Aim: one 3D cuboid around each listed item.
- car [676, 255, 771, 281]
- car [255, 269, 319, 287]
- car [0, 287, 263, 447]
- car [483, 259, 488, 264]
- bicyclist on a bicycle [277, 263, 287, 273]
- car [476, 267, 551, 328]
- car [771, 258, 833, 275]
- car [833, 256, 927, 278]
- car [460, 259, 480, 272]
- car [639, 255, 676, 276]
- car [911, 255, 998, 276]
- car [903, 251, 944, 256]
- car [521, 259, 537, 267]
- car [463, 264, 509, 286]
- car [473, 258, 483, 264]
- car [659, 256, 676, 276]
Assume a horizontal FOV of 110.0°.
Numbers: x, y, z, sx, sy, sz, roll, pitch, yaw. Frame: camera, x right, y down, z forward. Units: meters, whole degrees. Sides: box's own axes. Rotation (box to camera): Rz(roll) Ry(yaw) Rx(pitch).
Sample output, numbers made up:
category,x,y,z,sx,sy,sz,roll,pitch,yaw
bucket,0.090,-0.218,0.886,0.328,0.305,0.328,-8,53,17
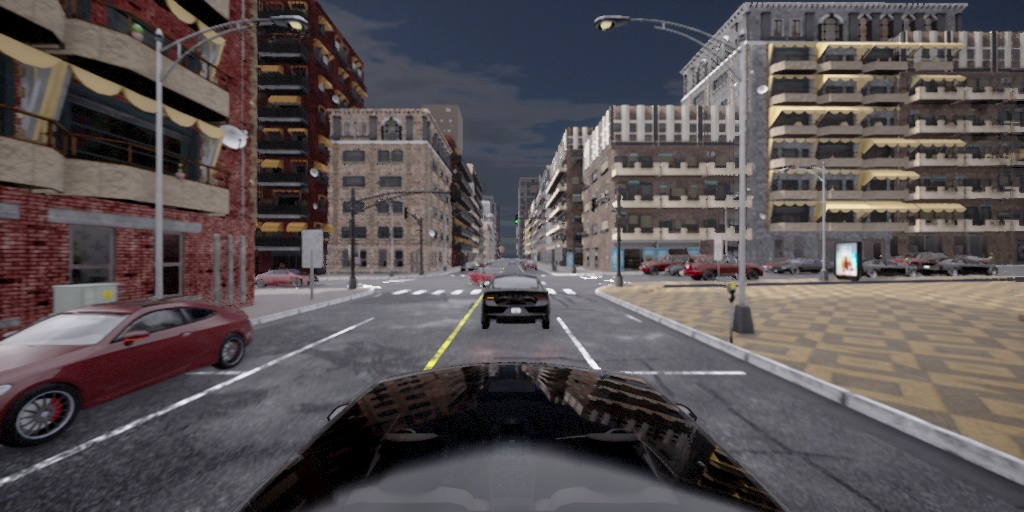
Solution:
category,x,y,z,sx,sy,sz,roll,pitch,yaw
car,14.711,0.827,25.179,5.009,1.841,2.192,0,0,0
car,-17.175,1.664,27.488,4.181,1.385,1.994,-1,0,-1
car,-5.741,1.339,5.200,1.802,1.307,4.207,0,0,0
car,-5.687,1.205,58.588,2.192,1.841,5.009,0,0,0
bicyclist on a bicycle,-23.165,1.511,36.166,0.582,1.620,1.656,-1,0,0
car,0.100,1.249,11.476,1.882,1.535,5.008,0,-1,0
car,25.480,0.859,31.064,5.357,1.411,2.033,-1,0,0
car,25.804,0.871,25.275,4.313,1.339,1.948,0,0,0
car,-5.688,1.425,47.223,1.948,1.339,4.313,0,0,0
car,14.576,0.831,33.558,5.009,1.841,2.192,0,0,0
car,31.351,0.767,25.324,4.313,1.339,1.948,0,0,0
car,35.138,0.482,31.138,4.553,1.767,2.097,-1,0,0
car,2.692,1.314,52.907,1.967,1.591,4.097,0,0,0
car,-1.607,1.413,24.239,1.895,1.301,4.718,-1,0,-21
car,-5.688,1.400,52.736,1.751,1.417,4.829,0,0,0
car,15.735,0.999,30.981,4.892,1.490,1.837,-1,0,-1
